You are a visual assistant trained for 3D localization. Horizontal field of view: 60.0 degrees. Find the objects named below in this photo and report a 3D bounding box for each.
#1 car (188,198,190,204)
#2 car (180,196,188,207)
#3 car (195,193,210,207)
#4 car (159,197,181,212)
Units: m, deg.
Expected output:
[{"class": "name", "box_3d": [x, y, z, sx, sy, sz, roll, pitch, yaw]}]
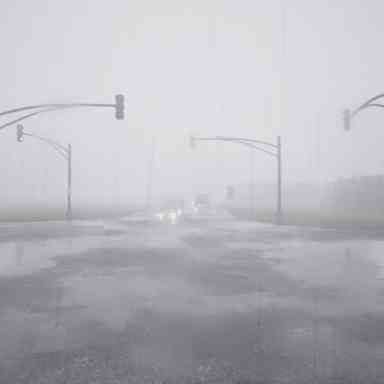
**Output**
[{"class": "car", "box_3d": [-1.567, 1.511, 60.107, 1.812, 1.442, 4.674, 0, 0, 4]}, {"class": "car", "box_3d": [-2.206, 1.484, 49.653, 2.128, 1.511, 4.902, 0, 0, 3]}, {"class": "car", "box_3d": [1.631, 1.209, 52.311, 2.150, 2.045, 5.566, 0, 0, 3]}, {"class": "car", "box_3d": [-2.700, 1.599, 39.588, 1.895, 1.301, 4.718, 0, 0, 3]}]
